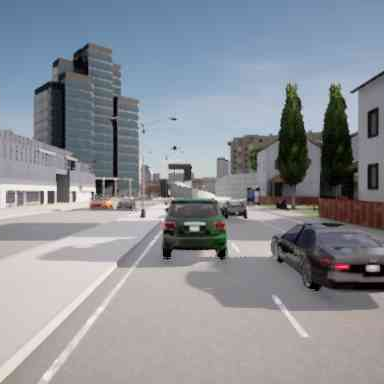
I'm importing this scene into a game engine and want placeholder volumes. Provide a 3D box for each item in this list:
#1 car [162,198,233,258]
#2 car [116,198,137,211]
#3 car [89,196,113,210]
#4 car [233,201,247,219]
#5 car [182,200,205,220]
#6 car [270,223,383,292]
[{"bbox_3d":[0.092,1.219,12.846,2.150,2.045,5.566,0,0,0],"label":"car"},{"bbox_3d":[-8.064,1.522,41.330,1.812,1.442,4.674,0,0,0],"label":"car"},{"bbox_3d":[-11.559,1.349,42.543,2.097,1.767,4.553,0,0,0],"label":"car"},{"bbox_3d":[3.602,1.488,28.919,2.128,1.511,4.902,0,0,0],"label":"car"},{"bbox_3d":[0.104,1.501,29.190,1.837,1.490,4.892,0,0,0],"label":"car"},{"bbox_3d":[3.569,1.546,9.042,2.033,1.411,5.357,0,0,0],"label":"car"}]
